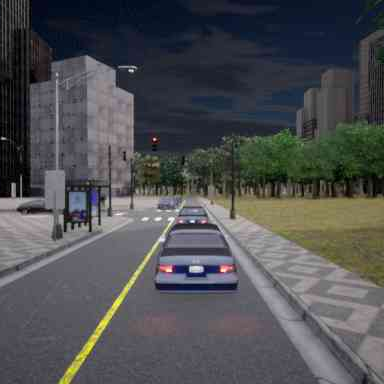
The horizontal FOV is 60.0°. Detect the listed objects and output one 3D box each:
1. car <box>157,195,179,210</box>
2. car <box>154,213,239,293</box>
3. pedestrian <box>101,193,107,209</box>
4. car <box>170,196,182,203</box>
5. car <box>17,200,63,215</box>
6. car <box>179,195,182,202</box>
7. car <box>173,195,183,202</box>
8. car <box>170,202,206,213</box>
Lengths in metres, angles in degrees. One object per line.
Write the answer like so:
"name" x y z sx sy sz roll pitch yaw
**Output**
"car" -3.139 1.303 41.687 2.097 1.767 4.553 0 0 0
"car" 0.084 1.542 8.952 2.033 1.411 5.357 0 0 0
"pedestrian" -10.122 1.041 38.143 0.375 1.860 0.375 0 0 1
"car" -3.120 1.470 64.926 1.994 1.385 4.181 0 0 0
"car" -14.381 1.469 32.032 4.674 1.442 1.812 0 1 2
"car" -3.144 1.420 54.335 2.128 1.511 4.902 0 0 0
"car" -3.125 1.403 75.124 2.128 1.511 4.902 0 0 0
"car" 0.058 1.533 19.287 2.033 1.411 5.357 0 0 1
